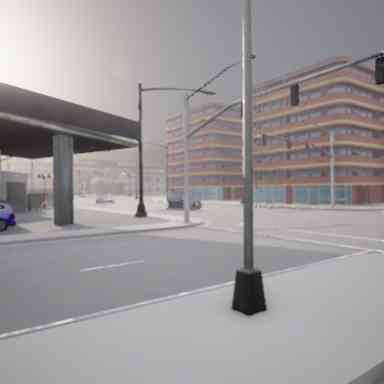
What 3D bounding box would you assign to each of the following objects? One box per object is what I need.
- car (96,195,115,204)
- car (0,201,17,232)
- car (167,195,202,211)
[{"bbox_3d":[-14.242,1.258,54.582,1.812,1.442,4.674,-1,0,-36],"label":"car"},{"bbox_3d":[-11.709,1.286,17.267,4.611,1.667,2.242,-1,1,-35],"label":"car"},{"bbox_3d":[-0.875,1.084,36.518,2.097,1.767,4.553,-1,0,-37],"label":"car"}]
